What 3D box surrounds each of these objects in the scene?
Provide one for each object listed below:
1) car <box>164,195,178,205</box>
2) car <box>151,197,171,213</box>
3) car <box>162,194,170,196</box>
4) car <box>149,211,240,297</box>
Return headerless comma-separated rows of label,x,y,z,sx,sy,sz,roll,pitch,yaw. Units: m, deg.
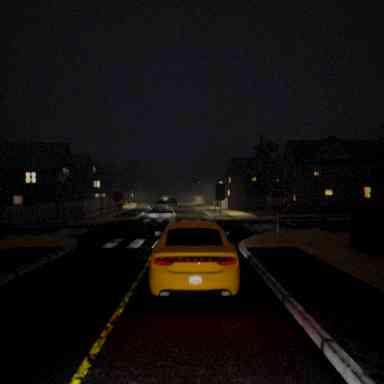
car,-3.932,1.787,64.526,1.837,1.490,4.892,0,-1,-10
car,-3.590,1.637,38.215,1.812,1.442,4.674,0,0,-4
car,-5.899,1.538,74.454,2.150,2.045,5.566,0,-1,-13
car,0.016,1.481,8.633,1.882,1.535,5.008,0,0,-1
